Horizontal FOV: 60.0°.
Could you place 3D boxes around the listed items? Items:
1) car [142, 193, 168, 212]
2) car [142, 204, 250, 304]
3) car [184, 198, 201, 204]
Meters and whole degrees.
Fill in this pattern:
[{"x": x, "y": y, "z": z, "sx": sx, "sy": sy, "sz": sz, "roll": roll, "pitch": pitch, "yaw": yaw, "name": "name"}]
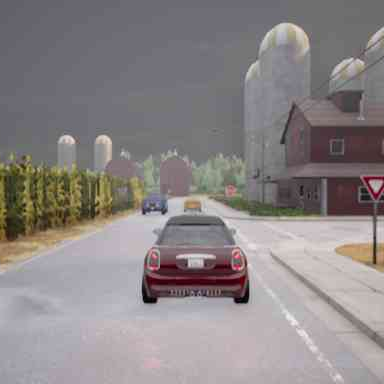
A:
[{"x": -3.619, "y": 1.152, "z": 33.232, "sx": 2.150, "sy": 2.045, "sz": 5.566, "roll": 0, "pitch": 0, "yaw": 0, "name": "car"}, {"x": 0.075, "y": 1.334, "z": 8.286, "sx": 2.097, "sy": 1.767, "sz": 4.553, "roll": 0, "pitch": 0, "yaw": 0, "name": "car"}, {"x": 0.057, "y": 1.397, "z": 38.487, "sx": 1.882, "sy": 1.535, "sz": 5.008, "roll": 0, "pitch": 0, "yaw": 0, "name": "car"}]
